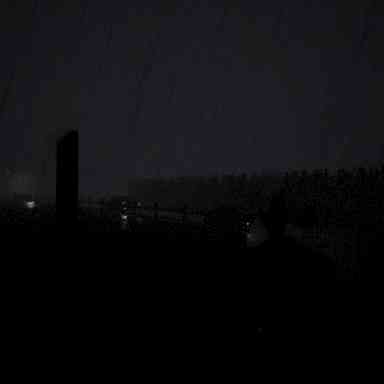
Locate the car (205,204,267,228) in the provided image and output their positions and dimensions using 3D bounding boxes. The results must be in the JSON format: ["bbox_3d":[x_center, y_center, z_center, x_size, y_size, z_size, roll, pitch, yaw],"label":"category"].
[{"bbox_3d":[2.609,1.463,20.566,1.994,1.385,4.181,1,0,-34],"label":"car"}]

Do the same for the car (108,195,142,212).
[{"bbox_3d":[-6.967,1.162,34.379,2.097,1.767,4.553,1,0,-35],"label":"car"}]
